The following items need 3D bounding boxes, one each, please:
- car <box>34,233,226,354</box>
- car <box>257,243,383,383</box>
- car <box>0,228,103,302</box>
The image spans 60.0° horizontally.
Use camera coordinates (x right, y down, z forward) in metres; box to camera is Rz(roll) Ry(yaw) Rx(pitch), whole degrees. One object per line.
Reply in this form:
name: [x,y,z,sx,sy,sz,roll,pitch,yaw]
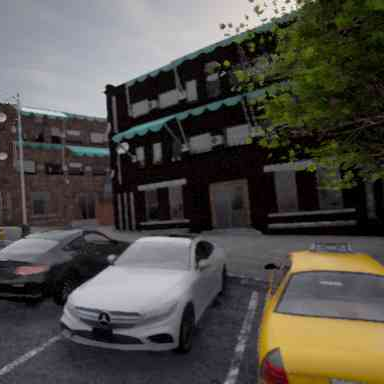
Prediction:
car: [-0.498,1.572,6.460,2.002,1.452,4.674,0,-1,16]
car: [2.003,1.498,4.870,1.946,1.575,5.366,-1,-1,16]
car: [-2.966,1.607,8.216,2.002,1.452,4.674,-1,-1,16]
